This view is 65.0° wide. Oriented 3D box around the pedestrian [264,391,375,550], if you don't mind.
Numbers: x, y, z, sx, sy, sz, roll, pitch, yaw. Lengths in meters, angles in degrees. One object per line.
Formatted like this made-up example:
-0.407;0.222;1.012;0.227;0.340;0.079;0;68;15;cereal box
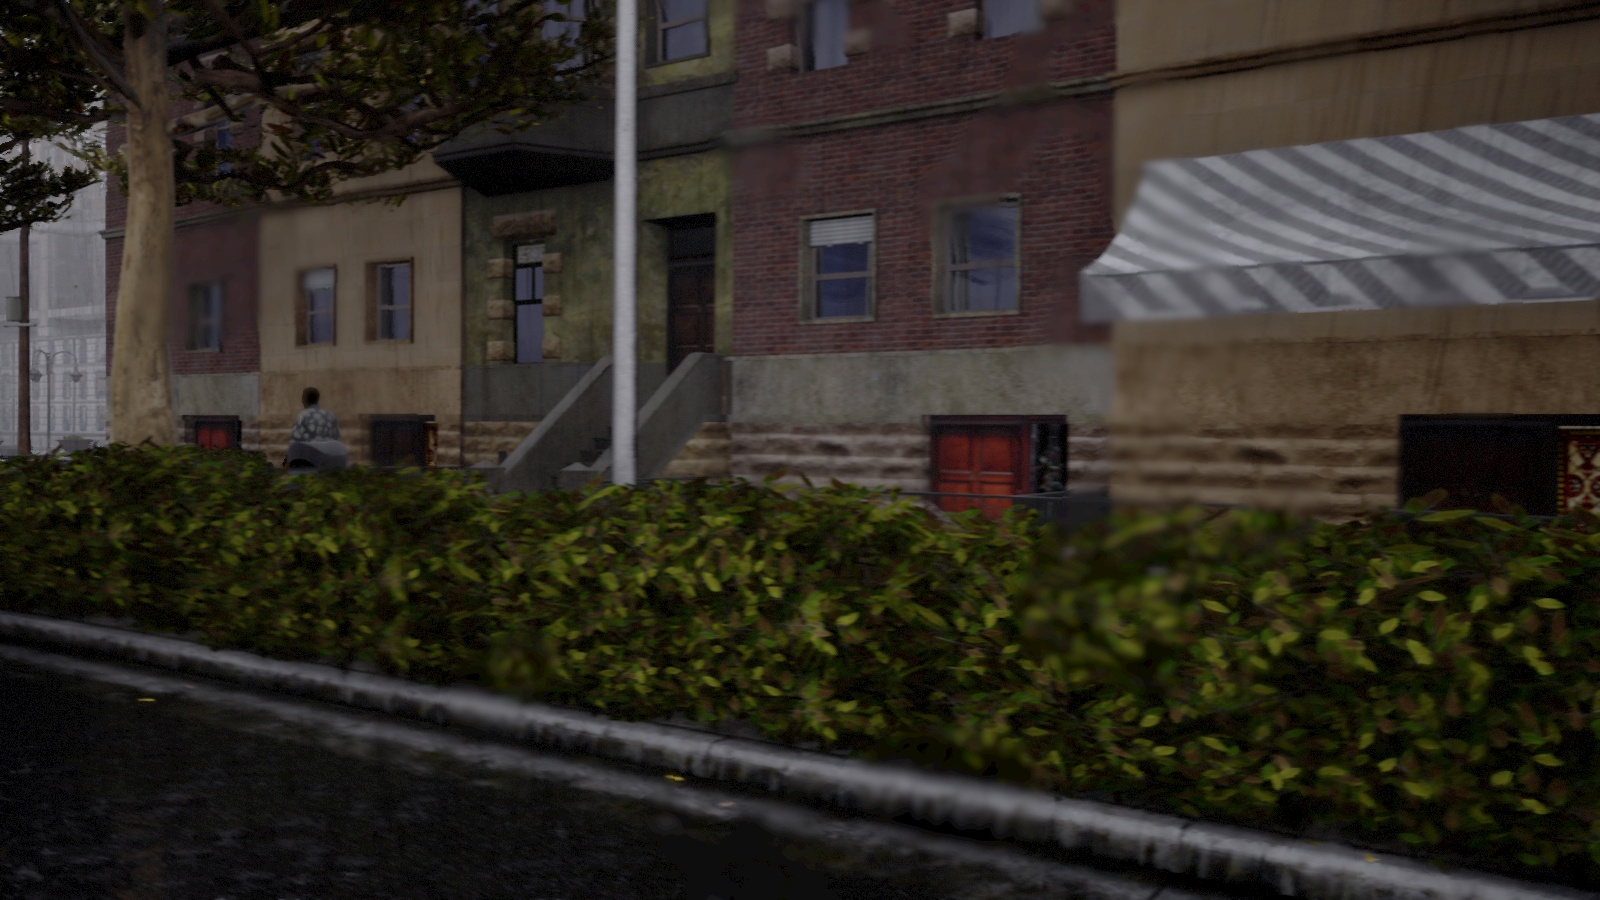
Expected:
-5.850;0.232;15.296;0.900;1.855;0.874;0;1;34;pedestrian
